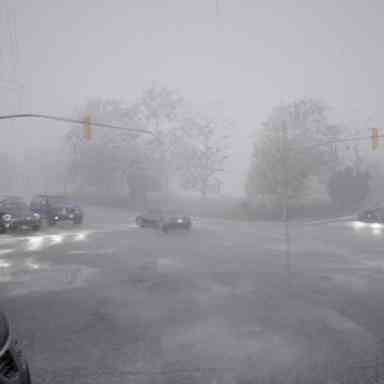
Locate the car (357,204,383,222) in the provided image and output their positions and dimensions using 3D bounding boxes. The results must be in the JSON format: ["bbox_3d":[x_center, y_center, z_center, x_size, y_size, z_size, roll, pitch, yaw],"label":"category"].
[{"bbox_3d":[15.221,1.693,27.378,1.994,1.385,4.181,0,0,44],"label":"car"}]

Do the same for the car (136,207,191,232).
[{"bbox_3d":[-1.875,1.639,20.821,1.994,1.385,4.181,1,0,-36],"label":"car"}]

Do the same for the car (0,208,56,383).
[{"bbox_3d":[-3.699,1.218,1.316,5.566,2.045,2.150,0,0,-34],"label":"car"}]

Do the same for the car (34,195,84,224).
[{"bbox_3d":[-9.973,1.231,24.238,2.150,2.045,5.566,0,0,-44],"label":"car"}]

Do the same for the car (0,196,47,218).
[{"bbox_3d":[-10.883,1.374,20.152,2.097,1.767,4.553,0,0,-44],"label":"car"}]
